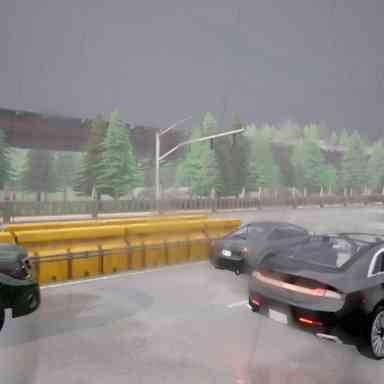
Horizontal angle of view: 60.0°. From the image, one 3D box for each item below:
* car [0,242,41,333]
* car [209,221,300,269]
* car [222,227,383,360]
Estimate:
[{"bbox_3d":[-5.093,1.222,4.420,5.566,2.045,2.150,0,0,-35],"label":"car"},{"bbox_3d":[2.535,1.563,9.833,4.181,1.385,1.994,0,0,-36],"label":"car"},{"bbox_3d":[3.143,1.490,5.972,4.902,1.511,2.128,0,0,-36],"label":"car"}]
